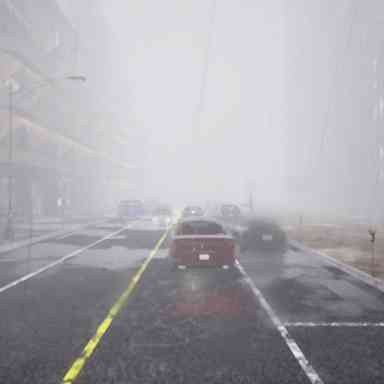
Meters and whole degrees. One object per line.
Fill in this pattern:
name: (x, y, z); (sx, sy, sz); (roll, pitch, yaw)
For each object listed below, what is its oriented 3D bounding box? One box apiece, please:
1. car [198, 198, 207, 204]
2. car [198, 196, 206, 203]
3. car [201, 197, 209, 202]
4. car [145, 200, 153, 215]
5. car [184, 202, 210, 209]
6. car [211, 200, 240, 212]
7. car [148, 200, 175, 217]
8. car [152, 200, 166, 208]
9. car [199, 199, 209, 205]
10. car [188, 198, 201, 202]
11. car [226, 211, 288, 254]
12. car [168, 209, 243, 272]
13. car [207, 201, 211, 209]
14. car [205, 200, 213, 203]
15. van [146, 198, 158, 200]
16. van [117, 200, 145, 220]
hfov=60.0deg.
car: (2.694, 2.316, 85.732); (2.008, 1.369, 4.403); (0, -1, 0)
car: (2.694, 2.134, 91.258); (2.192, 1.841, 5.009); (0, -1, 0)
car: (2.694, 1.840, 47.075); (1.967, 1.590, 4.097); (0, -1, 0)
car: (-5.687, 1.849, 36.030); (1.887, 1.381, 4.507); (0, 0, 0)
car: (0.097, 1.765, 26.015); (2.033, 1.411, 5.357); (0, 0, 0)
car: (2.694, 1.649, 24.985); (1.967, 1.590, 4.097); (0, 0, 0)
car: (-3.082, 1.861, 35.222); (1.994, 1.385, 4.181); (0, -1, 0)
car: (-5.687, 2.052, 58.120); (2.008, 1.369, 4.403); (0, -1, 0)
car: (2.694, 2.209, 74.688); (2.008, 1.369, 4.403); (0, -1, 0)
car: (0.100, 2.092, 57.132); (1.895, 1.301, 4.718); (0, -1, 0)
car: (2.694, 1.680, 13.939); (1.947, 1.339, 4.313); (0, 0, 0)
car: (0.223, 1.569, 11.186); (1.882, 1.535, 5.008); (0, 0, -2)
car: (2.694, 1.807, 30.507); (2.008, 1.369, 4.403); (0, 0, 0)
car: (2.694, 1.854, 36.030); (2.008, 1.369, 4.403); (0, -1, 0)
van: (-5.687, 1.742, 47.077); (1.690, 1.788, 3.998); (0, -1, 0)
van: (-5.687, 1.598, 30.510); (1.690, 1.788, 3.998); (0, 0, 0)
